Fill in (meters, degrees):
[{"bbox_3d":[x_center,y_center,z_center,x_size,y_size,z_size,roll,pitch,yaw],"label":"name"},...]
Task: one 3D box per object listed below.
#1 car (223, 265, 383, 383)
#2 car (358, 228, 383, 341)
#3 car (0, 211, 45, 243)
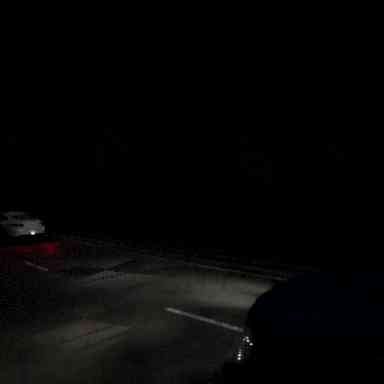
[{"bbox_3d":[2.914,1.209,1.968,5.566,2.045,2.150,-1,0,36],"label":"car"},{"bbox_3d":[5.241,1.480,4.707,4.902,1.511,2.128,-1,0,35],"label":"car"},{"bbox_3d":[-9.472,1.746,17.451,4.674,1.442,1.812,-1,-1,39],"label":"car"}]
